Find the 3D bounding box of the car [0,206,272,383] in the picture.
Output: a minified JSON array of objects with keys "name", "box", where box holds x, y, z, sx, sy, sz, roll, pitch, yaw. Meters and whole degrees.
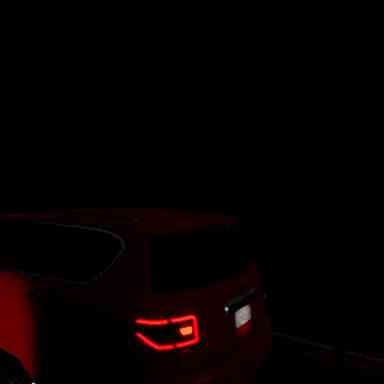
[{"name":"car","box":[-1.717,1.222,4.593,5.566,2.045,2.150,0,0,35]}]
